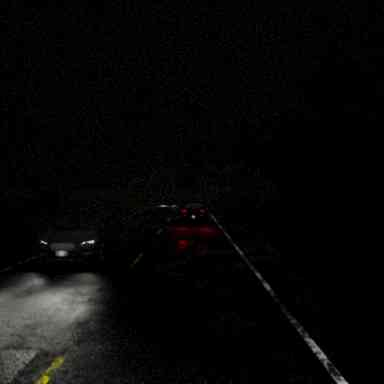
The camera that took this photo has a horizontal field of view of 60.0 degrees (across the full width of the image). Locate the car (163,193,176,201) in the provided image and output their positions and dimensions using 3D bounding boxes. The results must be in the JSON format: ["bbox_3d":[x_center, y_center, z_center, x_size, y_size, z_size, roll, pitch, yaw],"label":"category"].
[{"bbox_3d":[-3.526,0.860,53.226,1.882,1.535,5.008,0,0,0],"label":"car"}]

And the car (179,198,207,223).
[{"bbox_3d":[0.088,1.381,23.641,1.812,1.442,4.674,0,0,0],"label":"car"}]

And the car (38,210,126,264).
[{"bbox_3d":[-3.606,1.421,11.639,2.128,1.511,4.902,0,0,0],"label":"car"}]
